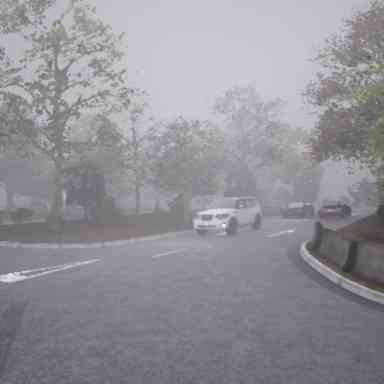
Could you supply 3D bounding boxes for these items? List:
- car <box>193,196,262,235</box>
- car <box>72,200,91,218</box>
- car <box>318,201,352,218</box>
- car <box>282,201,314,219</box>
[{"bbox_3d":[2.275,1.319,19.667,2.150,2.045,5.566,-4,-2,34],"label":"car"},{"bbox_3d":[-11.660,1.936,40.009,2.150,2.045,5.566,-4,-2,36],"label":"car"},{"bbox_3d":[12.274,1.463,28.498,1.994,1.385,4.181,-4,-2,35],"label":"car"},{"bbox_3d":[9.726,1.589,30.259,1.812,1.442,4.674,-4,-2,35],"label":"car"}]
